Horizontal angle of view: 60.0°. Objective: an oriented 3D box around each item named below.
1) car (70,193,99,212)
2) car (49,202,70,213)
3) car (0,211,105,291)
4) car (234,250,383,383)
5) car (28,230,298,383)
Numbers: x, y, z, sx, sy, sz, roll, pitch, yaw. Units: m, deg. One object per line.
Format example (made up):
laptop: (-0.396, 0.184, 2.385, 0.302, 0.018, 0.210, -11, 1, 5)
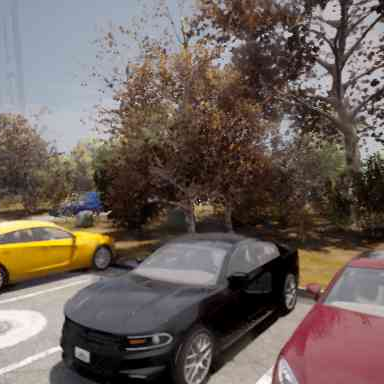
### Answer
car: (-7.660, 1.067, 29.974, 2.150, 2.045, 5.566, -4, -1, 35)
car: (-11.120, 1.625, 31.074, 1.994, 1.385, 4.181, -4, -1, 35)
car: (-4.272, 1.513, 8.857, 2.097, 1.535, 5.008, -1, 0, 36)
car: (2.534, 1.520, 4.011, 2.002, 1.452, 4.674, 0, 0, 36)
car: (0.267, 1.487, 5.631, 2.097, 1.535, 5.008, 0, 0, 36)
